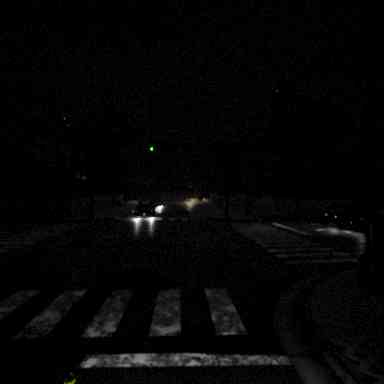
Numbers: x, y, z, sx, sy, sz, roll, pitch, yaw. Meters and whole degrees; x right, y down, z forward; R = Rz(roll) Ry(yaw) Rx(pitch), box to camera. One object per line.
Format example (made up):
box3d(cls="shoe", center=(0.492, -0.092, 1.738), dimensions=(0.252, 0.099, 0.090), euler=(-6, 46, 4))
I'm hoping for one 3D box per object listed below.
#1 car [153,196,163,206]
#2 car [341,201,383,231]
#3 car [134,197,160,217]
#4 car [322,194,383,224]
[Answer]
box3d(cls="car", center=(-5.480, 1.396, 51.761), dimensions=(2.128, 1.511, 4.902), euler=(0, 1, -4))
box3d(cls="car", center=(11.223, 1.416, 18.616), dimensions=(4.674, 1.442, 1.812), euler=(0, 0, 0))
box3d(cls="car", center=(-4.250, 1.489, 30.676), dimensions=(2.033, 1.411, 5.357), euler=(0, 0, -5))
box3d(cls="car", center=(11.581, 1.126, 21.873), dimensions=(5.566, 2.045, 2.150), euler=(0, 0, 0))
